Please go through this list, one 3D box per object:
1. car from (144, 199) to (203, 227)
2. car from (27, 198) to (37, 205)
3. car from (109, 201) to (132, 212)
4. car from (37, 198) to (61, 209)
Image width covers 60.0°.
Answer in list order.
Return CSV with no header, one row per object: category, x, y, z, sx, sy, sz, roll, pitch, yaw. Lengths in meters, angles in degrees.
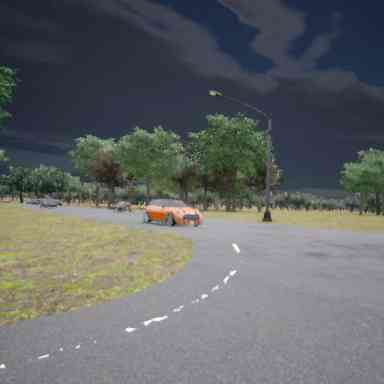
car,-1.270,1.235,21.452,2.097,1.767,4.553,4,-3,-35
car,-37.828,2.306,78.817,1.837,1.490,4.892,4,-3,-30
car,-9.760,2.018,45.606,1.812,1.442,4.674,4,-3,-35
car,-21.922,1.756,50.858,1.837,1.490,4.892,3,-2,-34
